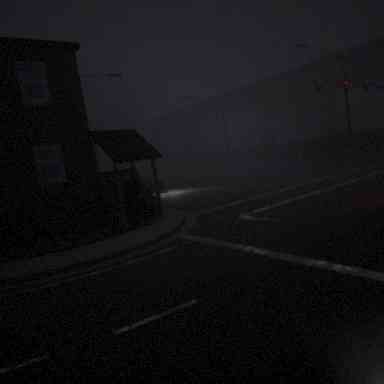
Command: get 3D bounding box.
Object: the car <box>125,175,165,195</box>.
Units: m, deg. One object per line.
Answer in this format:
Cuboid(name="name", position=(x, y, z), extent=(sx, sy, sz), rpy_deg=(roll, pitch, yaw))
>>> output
Cuboid(name="car", position=(-4.191, -0.679, 28.853), extent=(1.882, 1.535, 5.008), rpy_deg=(-13, 7, -34))
